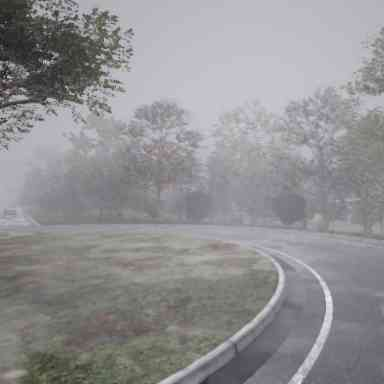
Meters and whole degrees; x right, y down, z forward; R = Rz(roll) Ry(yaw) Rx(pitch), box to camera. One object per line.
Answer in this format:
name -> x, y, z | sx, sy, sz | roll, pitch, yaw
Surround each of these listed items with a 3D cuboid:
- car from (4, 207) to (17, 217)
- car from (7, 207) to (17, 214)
car -> -31.840, 3.543, 58.466 | 1.882, 1.535, 5.008 | 0, -2, -28
car -> -39.260, 3.982, 72.478 | 1.895, 1.301, 4.718 | 0, -2, -28
